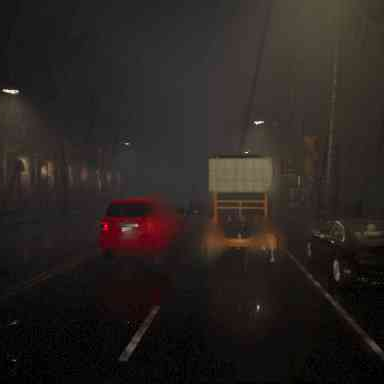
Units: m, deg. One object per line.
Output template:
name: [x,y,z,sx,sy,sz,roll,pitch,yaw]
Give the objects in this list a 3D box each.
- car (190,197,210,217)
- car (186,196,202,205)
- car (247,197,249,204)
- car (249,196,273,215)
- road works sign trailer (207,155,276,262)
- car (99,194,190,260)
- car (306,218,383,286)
car: [0.587,1.505,30.733,1.812,1.442,4.674,0,0,7]
car: [0.374,1.510,57.751,2.033,1.411,5.357,0,0,8]
car: [10.994,1.476,60.140,2.161,1.482,4.786,0,0,7]
car: [8.059,1.331,38.405,2.185,1.767,4.553,0,0,7]
road works sign trailer: [1.781,0.457,12.247,2.380,3.560,2.880,0,0,7]
car: [-1.605,1.213,12.573,2.150,2.045,5.566,0,0,7]
car: [4.527,1.476,9.244,2.231,1.521,4.892,0,0,7]
